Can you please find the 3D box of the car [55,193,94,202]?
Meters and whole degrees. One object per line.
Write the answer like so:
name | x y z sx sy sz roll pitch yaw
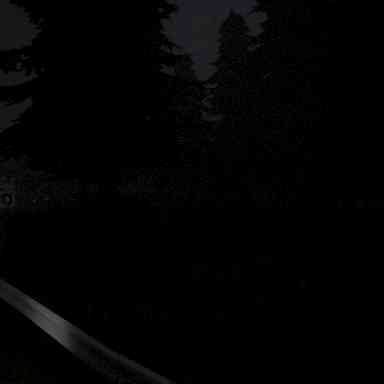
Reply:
car | -13.410 0.849 39.352 2.033 1.411 5.357 -4 1 8

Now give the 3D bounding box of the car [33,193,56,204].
car | -16.807 0.914 39.383 2.097 1.767 4.553 -4 1 8
